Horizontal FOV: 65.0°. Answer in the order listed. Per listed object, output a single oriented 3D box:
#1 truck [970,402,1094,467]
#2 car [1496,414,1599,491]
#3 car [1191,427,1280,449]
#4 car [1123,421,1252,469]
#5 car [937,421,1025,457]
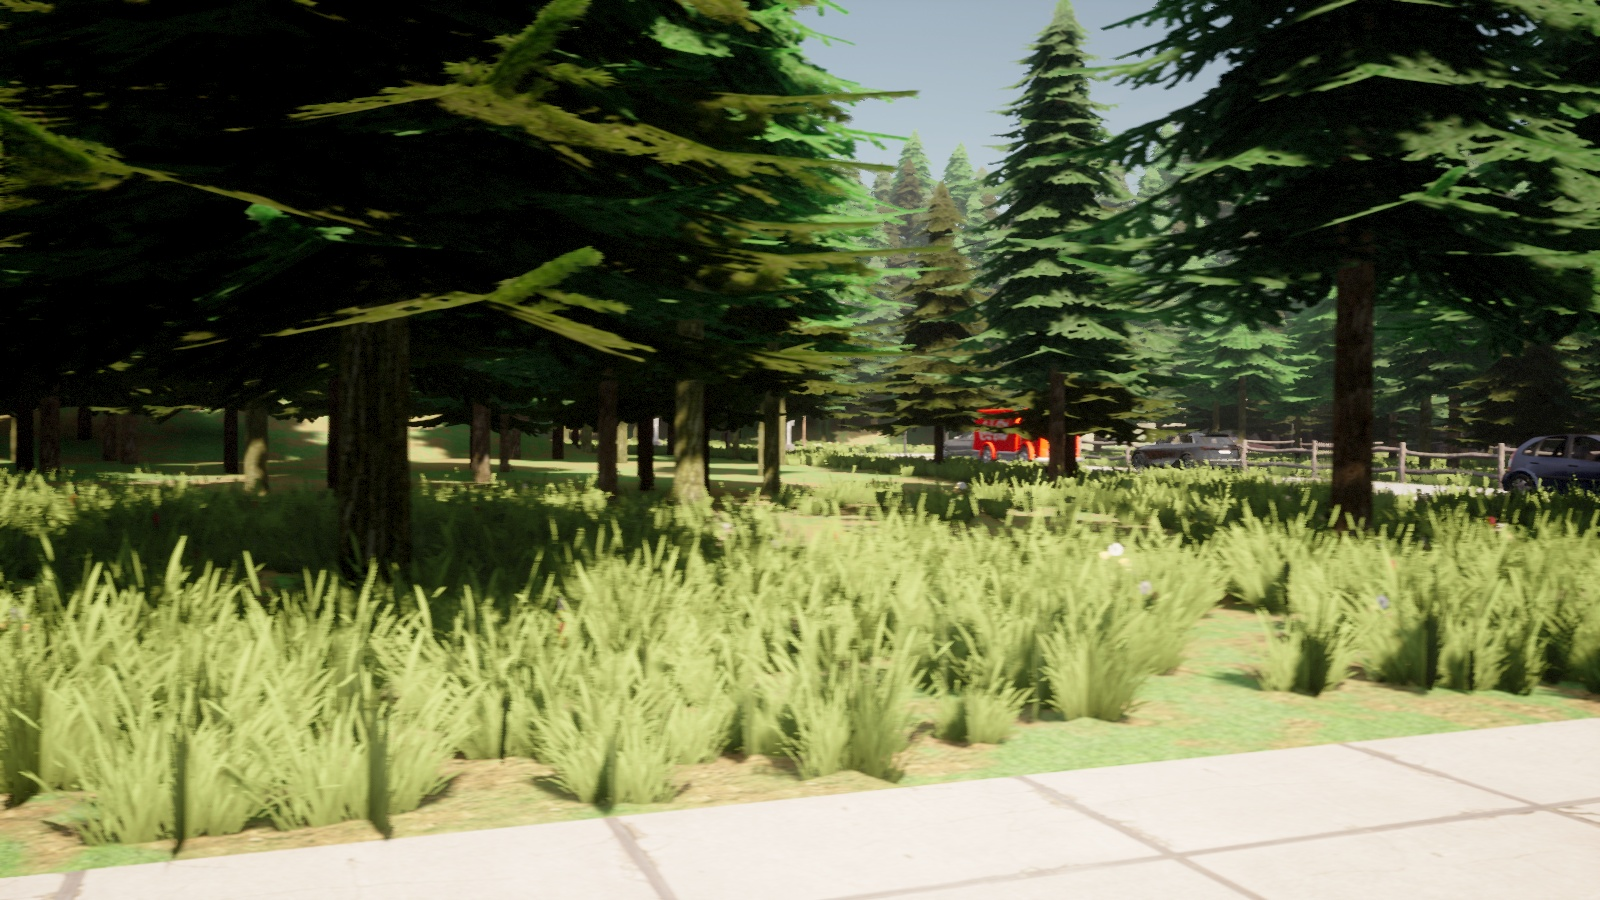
[{"bbox_3d":[9.172,-0.632,50.200,2.627,2.467,5.204,-1,1,-20],"label":"truck"},{"bbox_3d":[17.407,0.032,27.078,1.851,1.617,3.988,-1,1,-19],"label":"car"},{"bbox_3d":[28.582,-0.807,82.569,5.357,1.411,2.033,0,1,16],"label":"car"},{"bbox_3d":[14.235,-0.208,46.433,2.033,1.649,4.856,-1,1,-20],"label":"car"},{"bbox_3d":[8.806,-0.550,61.627,2.152,1.651,5.027,-1,1,-20],"label":"car"}]
